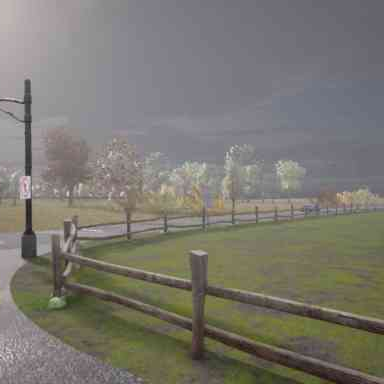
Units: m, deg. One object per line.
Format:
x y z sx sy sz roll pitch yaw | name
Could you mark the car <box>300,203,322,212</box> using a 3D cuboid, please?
18.971 2.449 52.927 2.033 1.411 5.357 -1 -2 40 | car
